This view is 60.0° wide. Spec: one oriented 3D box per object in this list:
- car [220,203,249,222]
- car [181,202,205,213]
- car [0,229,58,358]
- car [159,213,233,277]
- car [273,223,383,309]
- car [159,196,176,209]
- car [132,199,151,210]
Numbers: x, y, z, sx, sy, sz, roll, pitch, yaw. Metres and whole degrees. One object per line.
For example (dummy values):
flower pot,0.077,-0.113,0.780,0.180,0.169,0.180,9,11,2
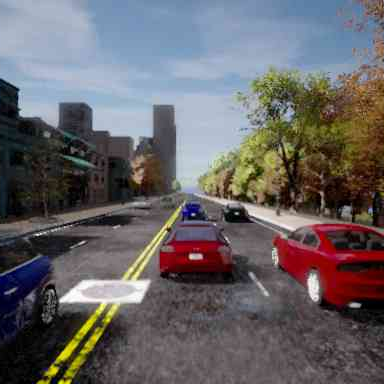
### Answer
car,3.350,1.570,26.765,1.994,1.385,4.181,0,0,0
car,0.099,1.532,27.246,1.812,1.442,4.674,0,0,0
car,-3.351,1.353,3.804,2.097,1.767,4.553,0,0,0
car,0.100,1.566,10.248,1.994,1.385,4.181,0,0,0
car,3.338,1.480,8.001,1.882,1.535,5.008,0,0,0
car,-3.332,1.360,45.957,2.097,1.767,4.553,0,0,0
car,-6.587,1.609,43.586,1.895,1.301,4.718,0,0,0
